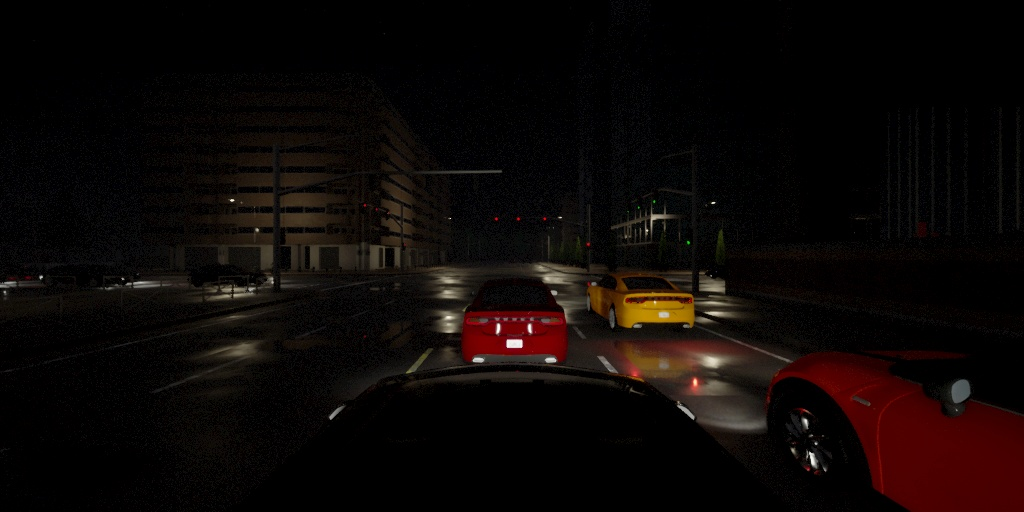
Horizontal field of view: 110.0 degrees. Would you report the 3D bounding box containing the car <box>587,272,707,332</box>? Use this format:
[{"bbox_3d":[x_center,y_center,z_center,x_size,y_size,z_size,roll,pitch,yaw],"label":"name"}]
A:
[{"bbox_3d":[3.580,1.227,10.879,1.882,1.535,5.008,0,0,0],"label":"car"}]

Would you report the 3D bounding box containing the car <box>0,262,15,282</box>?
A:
[{"bbox_3d":[-42.243,1.329,27.745,4.674,1.442,1.812,0,0,0],"label":"car"}]

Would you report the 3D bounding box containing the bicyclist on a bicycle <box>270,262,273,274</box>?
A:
[{"bbox_3d":[-25.527,1.103,38.644,0.582,1.620,1.656,0,0,0],"label":"bicyclist on a bicycle"}]

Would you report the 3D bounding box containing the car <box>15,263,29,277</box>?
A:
[{"bbox_3d":[-50.339,1.294,34.913,4.902,1.511,2.128,0,0,1],"label":"car"}]

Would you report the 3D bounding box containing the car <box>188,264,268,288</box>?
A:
[{"bbox_3d":[-19.070,1.329,24.153,4.674,1.442,1.812,0,0,0],"label":"car"}]

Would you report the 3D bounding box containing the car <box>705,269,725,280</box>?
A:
[{"bbox_3d":[19.530,1.404,31.180,4.718,1.301,1.895,0,0,0],"label":"car"}]

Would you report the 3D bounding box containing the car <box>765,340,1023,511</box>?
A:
[{"bbox_3d":[3.600,1.102,1.733,2.097,1.767,4.553,0,0,0],"label":"car"}]

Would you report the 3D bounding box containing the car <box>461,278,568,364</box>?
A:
[{"bbox_3d":[0.061,1.227,8.105,1.882,1.535,5.008,0,0,0],"label":"car"}]

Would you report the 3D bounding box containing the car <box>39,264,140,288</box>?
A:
[{"bbox_3d":[-28.638,1.309,24.174,4.892,1.490,1.837,0,0,0],"label":"car"}]
